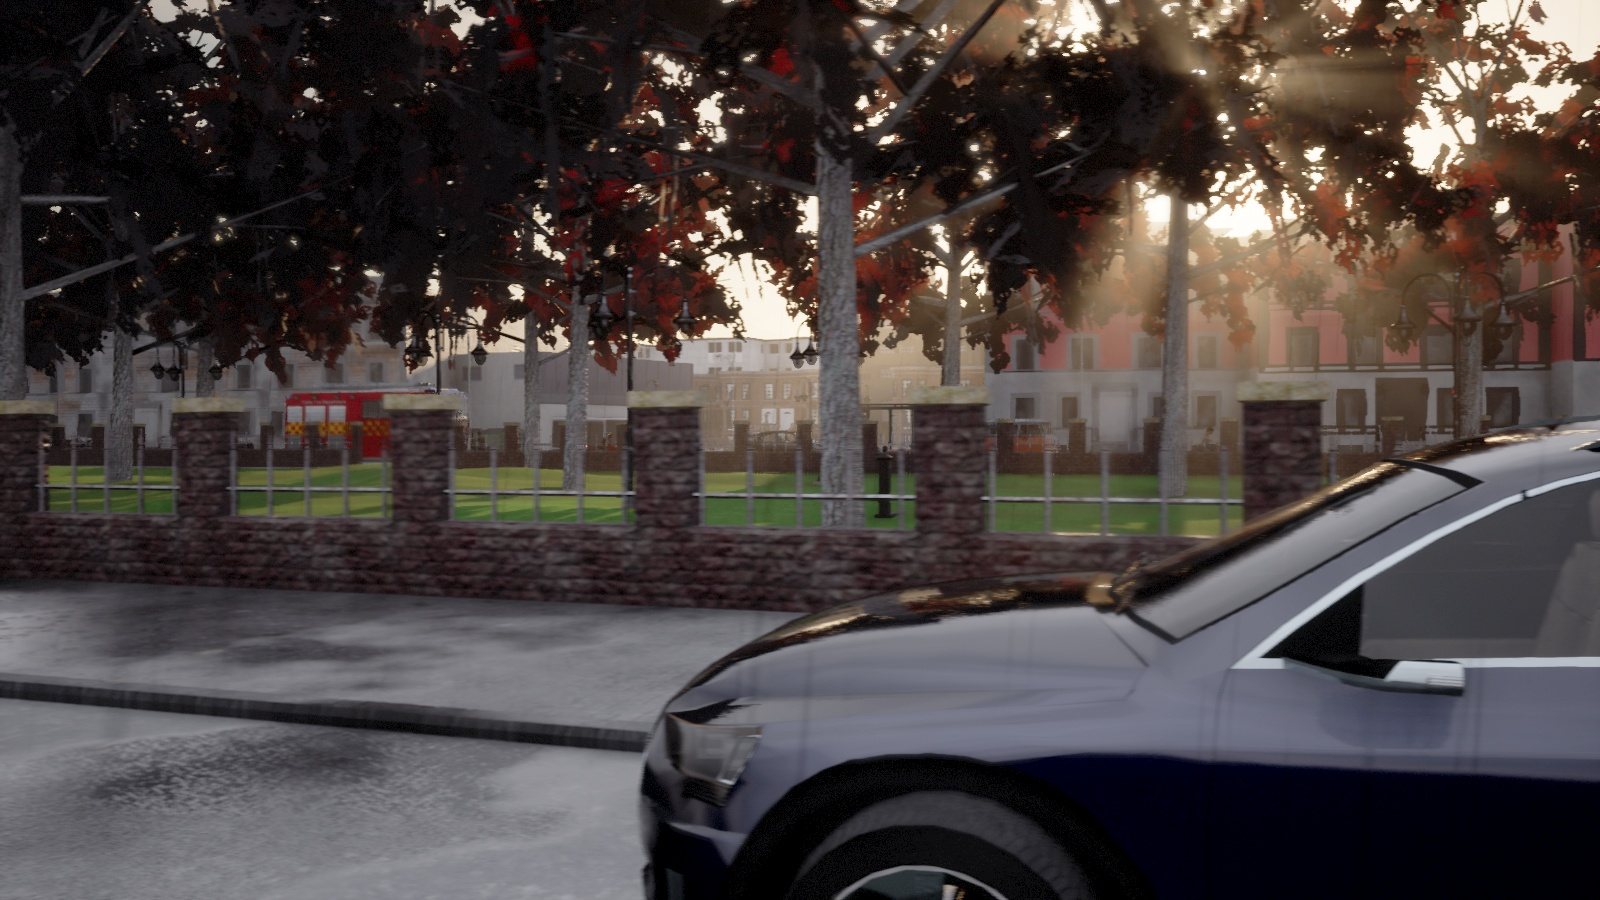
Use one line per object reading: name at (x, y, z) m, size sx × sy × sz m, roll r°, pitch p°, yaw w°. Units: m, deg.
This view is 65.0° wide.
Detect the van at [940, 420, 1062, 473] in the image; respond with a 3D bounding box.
van at (7.838, -0.170, 48.860) m, size 4.442 × 1.987 × 1.775 m, roll 1°, pitch 1°, yaw 19°

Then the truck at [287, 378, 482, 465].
truck at (-19.157, -1.324, 57.891) m, size 8.468 × 3.827 × 2.891 m, roll 1°, pitch 1°, yaw 18°

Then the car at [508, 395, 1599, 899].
car at (1.953, 0.713, 3.149) m, size 4.856 × 1.649 × 2.033 m, roll 0°, pitch 1°, yaw 16°

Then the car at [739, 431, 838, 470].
car at (-0.467, -0.017, 51.647) m, size 3.705 × 1.549 × 1.789 m, roll 0°, pitch 1°, yaw 19°
